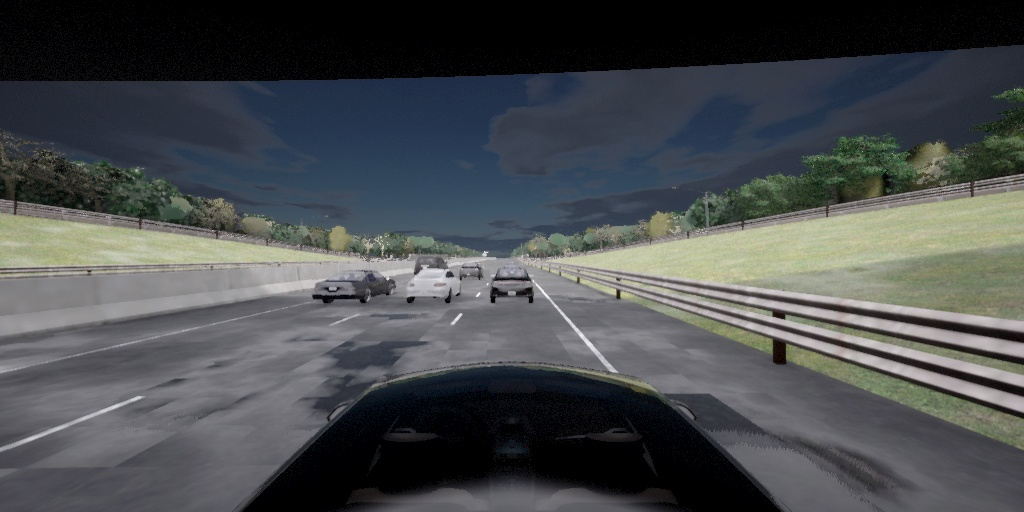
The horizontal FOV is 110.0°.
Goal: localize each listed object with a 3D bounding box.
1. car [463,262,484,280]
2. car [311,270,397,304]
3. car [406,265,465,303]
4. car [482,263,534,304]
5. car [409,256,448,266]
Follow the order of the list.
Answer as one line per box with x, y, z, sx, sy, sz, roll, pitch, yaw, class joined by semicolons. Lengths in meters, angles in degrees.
-3.500;1.291;31.507;2.128;1.511;4.902;0;0;0;car
-7.000;1.326;16.503;2.033;1.411;5.357;0;0;0;car
-3.500;1.296;16.503;1.812;1.442;4.674;0;0;0;car
0.000;1.258;16.504;2.128;1.511;4.902;0;0;0;car
-7.000;1.054;31.538;2.150;2.045;5.566;0;0;0;car
